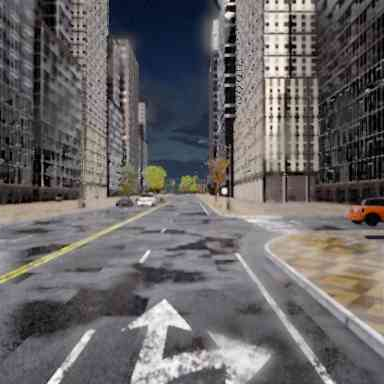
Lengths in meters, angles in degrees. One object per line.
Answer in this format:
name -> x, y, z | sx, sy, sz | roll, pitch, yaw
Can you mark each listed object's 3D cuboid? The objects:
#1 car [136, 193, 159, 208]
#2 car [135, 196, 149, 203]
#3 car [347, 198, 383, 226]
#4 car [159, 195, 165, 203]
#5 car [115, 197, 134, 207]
car -> -6.586, 1.166, 48.714 | 2.150, 2.045, 5.566 | 0, 0, 0
car -> -9.761, 1.525, 65.405 | 1.895, 1.301, 4.718 | 0, 0, 0
car -> 12.240, 1.141, 20.638 | 4.553, 1.767, 2.097 | -1, -1, -1
car -> -6.511, 1.424, 65.901 | 2.128, 1.511, 4.902 | 0, 0, 0
car -> -9.835, 1.492, 48.807 | 2.033, 1.411, 5.357 | 0, 0, 0
